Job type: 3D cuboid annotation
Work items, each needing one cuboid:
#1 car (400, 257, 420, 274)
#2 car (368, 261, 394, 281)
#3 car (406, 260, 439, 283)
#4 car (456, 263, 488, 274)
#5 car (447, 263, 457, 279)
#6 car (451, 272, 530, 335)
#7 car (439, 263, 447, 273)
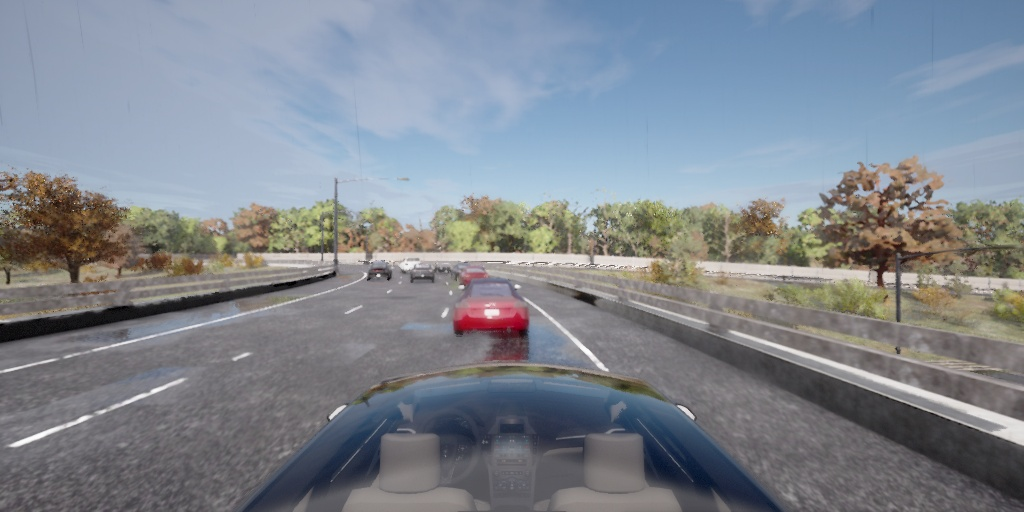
[{"bbox_3d":[-12.468,1.112,44.217,2.150,2.045,5.566,0,0,-22],"label":"car"},{"bbox_3d":[-11.803,1.359,32.193,1.837,1.490,4.892,0,0,-16],"label":"car"},{"bbox_3d":[-7.395,1.330,29.497,2.128,1.511,4.902,0,0,-15],"label":"car"},{"bbox_3d":[-2.487,1.343,23.463,1.812,1.442,4.674,0,0,-11],"label":"car"},{"bbox_3d":[-4.332,1.368,31.496,1.812,1.442,4.674,0,0,-16],"label":"car"},{"bbox_3d":[-0.653,1.340,10.631,1.994,1.385,4.181,0,0,-5],"label":"car"},{"bbox_3d":[-8.425,1.484,43.524,1.895,1.301,4.718,0,0,-21],"label":"car"}]
